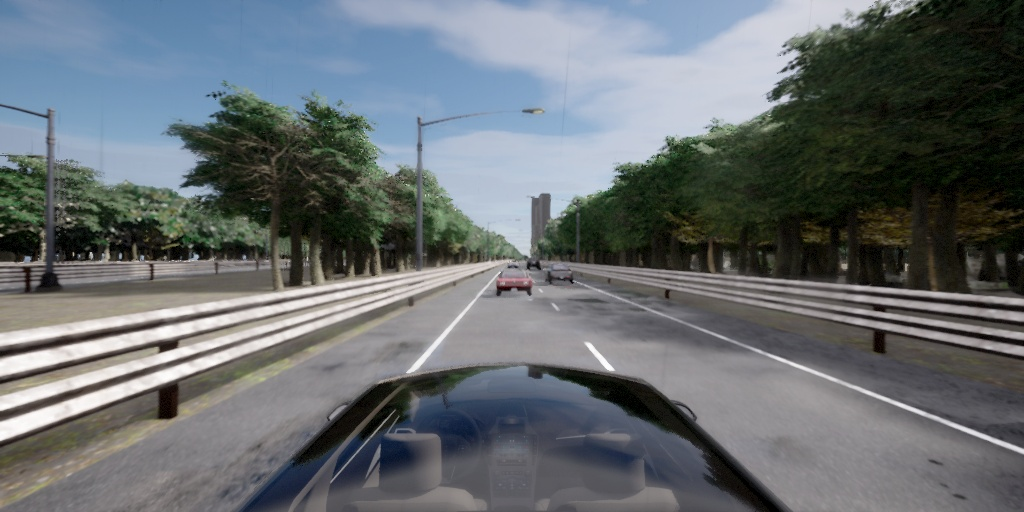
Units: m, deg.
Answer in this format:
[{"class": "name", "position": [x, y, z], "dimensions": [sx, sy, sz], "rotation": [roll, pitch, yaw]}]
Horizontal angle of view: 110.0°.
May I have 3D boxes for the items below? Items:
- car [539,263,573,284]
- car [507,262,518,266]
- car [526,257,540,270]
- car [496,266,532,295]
[{"class": "car", "position": [3.619, 1.373, 28.270], "dimensions": [2.128, 1.511, 4.902], "rotation": [0, 0, 0]}, {"class": "car", "position": [0.143, 1.688, 63.970], "dimensions": [1.895, 1.301, 4.718], "rotation": [0, 0, 0]}, {"class": "car", "position": [3.636, 1.288, 61.554], "dimensions": [2.150, 2.045, 5.566], "rotation": [0, -1, 1]}, {"class": "car", "position": [0.112, 1.440, 20.514], "dimensions": [1.895, 1.301, 4.718], "rotation": [0, 0, 0]}]
